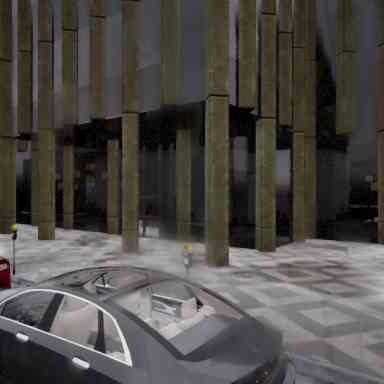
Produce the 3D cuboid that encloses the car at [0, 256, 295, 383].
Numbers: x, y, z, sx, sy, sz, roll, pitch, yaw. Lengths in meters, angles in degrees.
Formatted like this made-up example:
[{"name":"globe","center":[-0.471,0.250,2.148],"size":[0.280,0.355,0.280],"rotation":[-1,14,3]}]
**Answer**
[{"name":"car","center":[-1.120,1.551,3.767],"size":[4.403,1.369,2.008],"rotation":[0,0,36]}]
